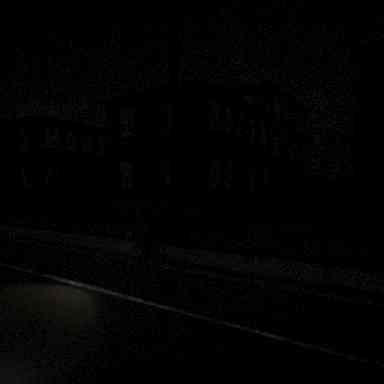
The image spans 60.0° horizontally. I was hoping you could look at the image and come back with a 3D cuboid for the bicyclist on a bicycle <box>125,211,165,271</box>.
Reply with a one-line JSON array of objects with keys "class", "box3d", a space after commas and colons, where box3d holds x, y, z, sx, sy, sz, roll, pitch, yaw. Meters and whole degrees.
[{"class": "bicyclist on a bicycle", "box3d": [-1.288, 1.358, 9.438, 0.582, 1.620, 1.656, 0, 0, 35]}]
